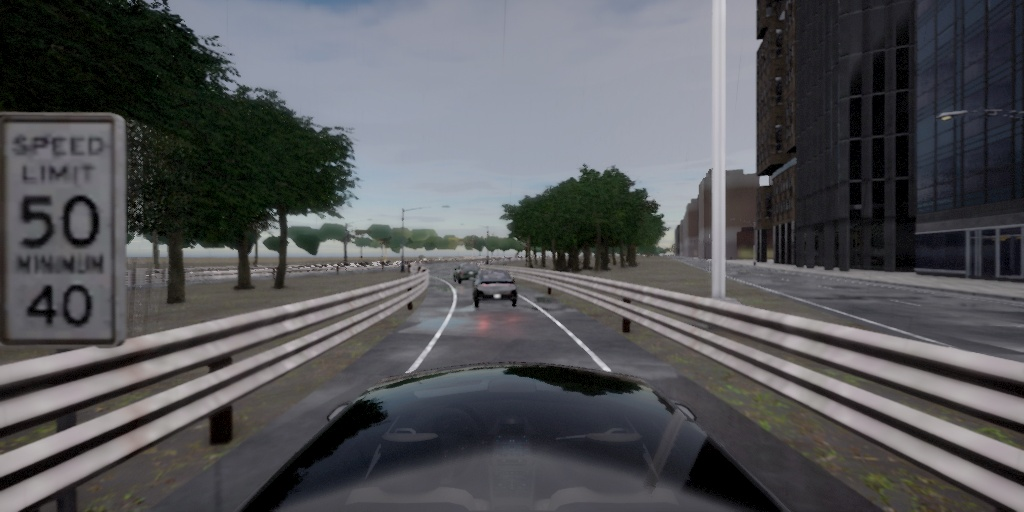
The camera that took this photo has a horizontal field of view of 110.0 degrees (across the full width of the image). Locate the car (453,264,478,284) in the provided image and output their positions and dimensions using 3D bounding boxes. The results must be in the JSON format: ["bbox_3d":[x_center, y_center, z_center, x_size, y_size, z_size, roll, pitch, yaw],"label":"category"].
[{"bbox_3d":[-3.929,1.446,31.549,2.097,1.767,4.553,0,-1,-16],"label":"car"}]

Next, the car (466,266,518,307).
[{"bbox_3d":[-0.897,1.405,16.602,2.128,1.511,4.902,0,-1,-7],"label":"car"}]
